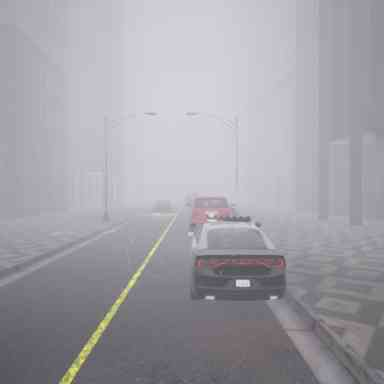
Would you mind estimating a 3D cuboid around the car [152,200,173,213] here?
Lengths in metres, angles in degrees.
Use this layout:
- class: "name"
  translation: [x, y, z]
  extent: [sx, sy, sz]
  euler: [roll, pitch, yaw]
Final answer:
- class: "car"
  translation: [-3.035, 1.506, 35.523]
  extent: [1.994, 1.385, 4.181]
  euler: [0, 0, 0]

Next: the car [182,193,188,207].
- class: "car"
  translation: [0.122, 1.130, 48.286]
  extent: [2.150, 2.045, 5.566]
  euler: [0, 0, 1]

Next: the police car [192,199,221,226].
- class: "police car"
  translation: [0.944, 1.395, 24.515]
  extent: [1.930, 1.638, 5.238]
  euler: [0, 0, 0]

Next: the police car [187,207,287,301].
- class: "police car"
  translation: [0.914, 1.421, 8.516]
  extent: [1.930, 1.638, 5.238]
  euler: [0, 0, 0]

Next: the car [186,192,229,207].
- class: "car"
  translation: [0.932, 1.208, 18.434]
  extent: [2.150, 2.045, 5.566]
  euler: [0, 0, 0]
